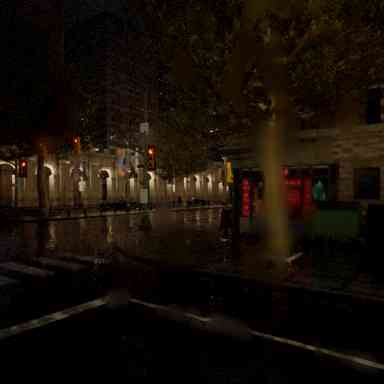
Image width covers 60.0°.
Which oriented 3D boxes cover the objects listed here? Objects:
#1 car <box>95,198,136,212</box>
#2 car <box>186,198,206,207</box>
[{"bbox_3d":[-9.003,1.564,38.289,1.994,1.385,4.181,0,0,36],"label":"car"},{"bbox_3d":[0.287,1.563,51.160,1.994,1.385,4.181,0,0,36],"label":"car"}]
